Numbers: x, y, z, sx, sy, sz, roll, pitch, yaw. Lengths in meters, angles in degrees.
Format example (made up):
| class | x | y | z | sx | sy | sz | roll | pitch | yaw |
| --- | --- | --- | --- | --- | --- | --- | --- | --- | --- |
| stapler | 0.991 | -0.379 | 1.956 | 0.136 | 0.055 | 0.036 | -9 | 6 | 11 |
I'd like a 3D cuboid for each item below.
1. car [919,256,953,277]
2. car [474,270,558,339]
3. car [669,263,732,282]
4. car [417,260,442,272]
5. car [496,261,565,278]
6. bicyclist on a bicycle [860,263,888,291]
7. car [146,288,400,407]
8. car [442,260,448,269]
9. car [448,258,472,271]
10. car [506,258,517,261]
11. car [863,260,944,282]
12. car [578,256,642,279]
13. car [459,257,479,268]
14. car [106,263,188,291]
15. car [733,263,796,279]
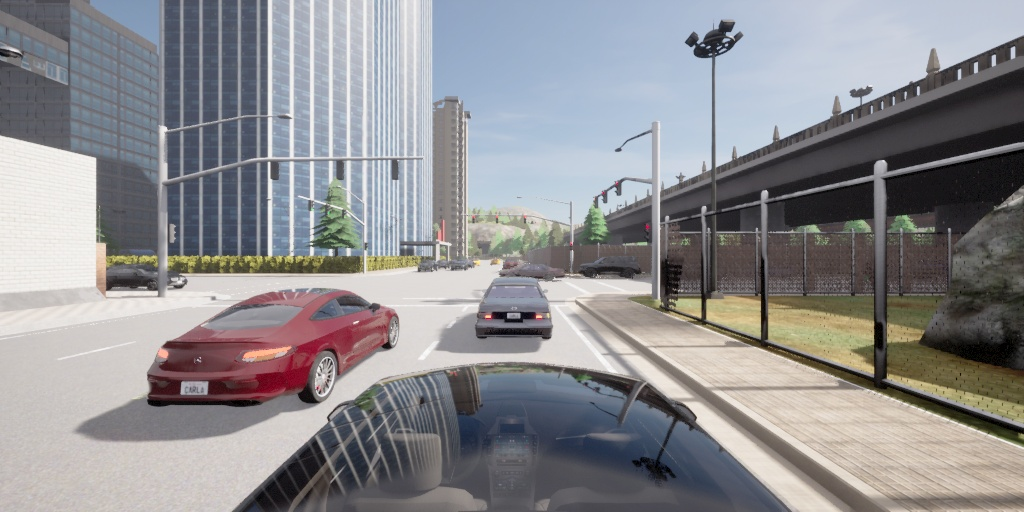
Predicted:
| class | x | y | z | sx | sy | sz | roll | pitch | yaw |
| --- | --- | --- | --- | --- | --- | --- | --- | --- | --- |
| car | 38.876 | 1.030 | 32.749 | 5.566 | 2.045 | 2.150 | 0 | 0 | 0 |
| car | 0.079 | 1.297 | 10.031 | 2.033 | 1.411 | 5.357 | 0 | 0 | 1 |
| car | 14.695 | 1.298 | 29.175 | 4.902 | 1.511 | 2.128 | 0 | 0 | 0 |
| car | -10.680 | 1.255 | 45.772 | 1.837 | 1.490 | 4.892 | 0 | 0 | 0 |
| car | 1.590 | 1.320 | 29.123 | 5.357 | 1.411 | 2.033 | 0 | 0 | 0 |
| bicyclist on a bicycle | 18.266 | 1.106 | 18.208 | 0.582 | 1.620 | 1.656 | 0 | 0 | 0 |
| car | -3.450 | 1.276 | 6.211 | 1.812 | 1.442 | 4.674 | 0 | 0 | 0 |
| car | -10.693 | 1.276 | 55.011 | 1.812 | 1.442 | 4.674 | 0 | 0 | 0 |
| car | -7.180 | 1.314 | 49.545 | 1.994 | 1.385 | 4.181 | 0 | 0 | 0 |
| car | -0.037 | 1.102 | 46.770 | 2.097 | 1.767 | 4.553 | 0 | 0 | 0 |
| car | 31.451 | 1.312 | 29.237 | 4.892 | 1.490 | 1.837 | 1 | 0 | 0 |
| car | 8.942 | 1.028 | 32.888 | 5.566 | 2.045 | 2.150 | 0 | 0 | 4 |
| car | -7.186 | 1.297 | 58.783 | 2.033 | 1.411 | 5.357 | 0 | 0 | 0 |
| car | -22.584 | 1.331 | 21.840 | 4.674 | 1.442 | 1.812 | 0 | 0 | 0 |
| car | 22.720 | 1.353 | 32.707 | 5.357 | 1.411 | 2.033 | 0 | 0 | 0 |
